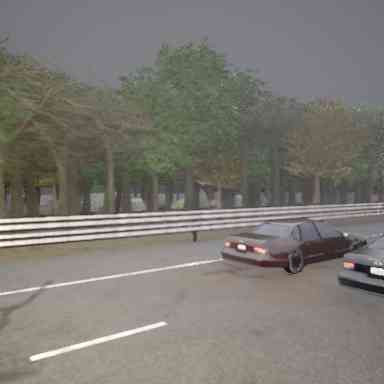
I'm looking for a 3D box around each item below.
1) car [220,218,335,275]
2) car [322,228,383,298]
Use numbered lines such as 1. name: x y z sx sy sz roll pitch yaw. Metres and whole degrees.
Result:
1. car: 3.393 1.535 10.464 5.357 1.411 2.033 0 0 -35
2. car: 5.547 1.535 7.705 5.357 1.411 2.033 0 0 -36
